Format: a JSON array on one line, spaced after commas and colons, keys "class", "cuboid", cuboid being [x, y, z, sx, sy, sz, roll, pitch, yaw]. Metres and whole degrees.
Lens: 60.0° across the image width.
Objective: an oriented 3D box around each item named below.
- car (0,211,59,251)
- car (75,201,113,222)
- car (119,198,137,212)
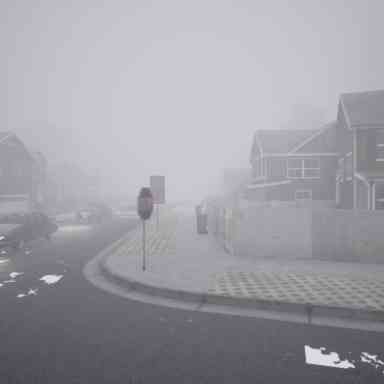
[{"class": "car", "cuboid": [-7.614, 1.568, 14.564, 2.033, 1.411, 5.357, -1, 0, -1]}, {"class": "car", "cuboid": [-7.672, 1.498, 26.384, 2.128, 1.511, 4.902, -1, 0, 1]}, {"class": "car", "cuboid": [-7.223, 1.514, 39.736, 1.812, 1.442, 4.674, -1, 0, 3]}]
